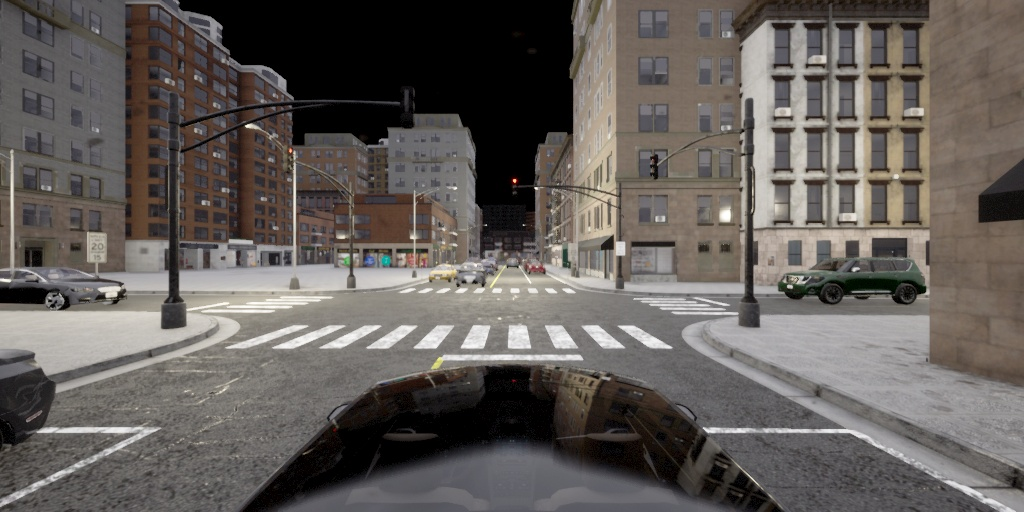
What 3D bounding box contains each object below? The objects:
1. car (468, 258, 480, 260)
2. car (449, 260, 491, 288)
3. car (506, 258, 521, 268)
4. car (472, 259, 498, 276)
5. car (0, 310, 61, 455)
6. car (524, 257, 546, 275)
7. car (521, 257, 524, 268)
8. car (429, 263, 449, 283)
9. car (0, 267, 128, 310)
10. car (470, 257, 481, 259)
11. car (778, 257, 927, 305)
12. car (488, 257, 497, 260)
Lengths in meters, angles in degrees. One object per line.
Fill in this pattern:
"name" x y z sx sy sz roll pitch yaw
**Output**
"car" -5.372 1.298 45.505 2.007 1.370 4.403 0 0 0
"car" -2.672 1.239 24.146 2.128 1.511 4.902 0 0 -2
"car" 0.115 1.312 58.569 1.994 1.385 4.181 0 0 1
"car" -2.831 1.312 36.463 1.994 1.385 4.181 0 0 0
"car" -5.388 1.300 1.673 2.007 1.370 4.403 0 0 0
"car" 2.651 1.188 39.839 1.967 1.591 4.097 0 0 0
"car" 2.654 1.062 45.501 2.192 1.841 5.009 0 0 0
"car" -5.378 1.273 28.349 1.751 1.417 4.829 0 0 0
"car" -17.278 1.161 13.342 4.902 1.511 2.128 0 0 2
"car" -5.369 1.063 51.167 2.192 1.841 5.009 0 0 0
"car" 15.349 1.055 16.324 5.566 2.045 2.150 0 0 -2
"car" -2.820 1.273 47.797 1.812 1.442 4.674 0 0 0
